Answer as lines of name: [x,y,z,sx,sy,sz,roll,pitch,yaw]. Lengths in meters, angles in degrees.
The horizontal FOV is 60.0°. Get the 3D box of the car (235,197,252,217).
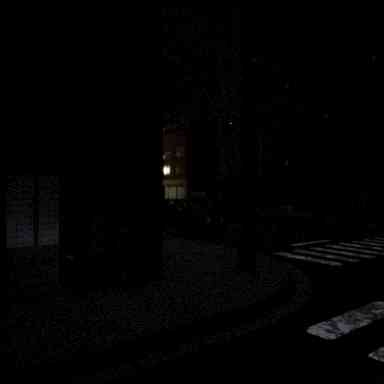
car: [2.971,1.312,27.184,2.192,1.841,5.009,0,0,-35]

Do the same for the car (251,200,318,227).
car: [6.162,1.529,22.694,1.752,1.417,4.829,0,0,-35]

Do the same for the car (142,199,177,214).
car: [-3.611,1.529,36.441,1.887,1.381,4.507,0,0,-35]

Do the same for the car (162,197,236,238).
car: [-0.284,1.284,17.912,2.192,1.841,5.009,0,0,-35]
